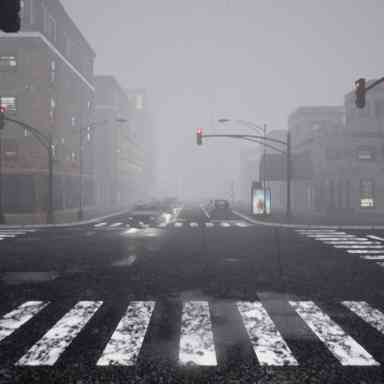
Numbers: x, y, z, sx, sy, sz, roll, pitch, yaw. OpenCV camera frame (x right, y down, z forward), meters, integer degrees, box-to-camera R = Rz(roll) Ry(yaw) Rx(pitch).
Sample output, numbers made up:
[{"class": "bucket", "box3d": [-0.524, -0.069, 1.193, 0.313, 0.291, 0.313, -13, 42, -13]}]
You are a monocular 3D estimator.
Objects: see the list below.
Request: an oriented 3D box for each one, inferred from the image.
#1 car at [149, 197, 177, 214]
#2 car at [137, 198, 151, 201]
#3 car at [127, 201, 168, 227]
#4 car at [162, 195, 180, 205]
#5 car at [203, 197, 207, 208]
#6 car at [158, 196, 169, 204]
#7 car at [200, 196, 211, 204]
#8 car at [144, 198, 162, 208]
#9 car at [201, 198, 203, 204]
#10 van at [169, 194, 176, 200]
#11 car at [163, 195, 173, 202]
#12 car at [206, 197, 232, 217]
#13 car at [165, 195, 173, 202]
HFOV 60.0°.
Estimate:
[{"class": "car", "box3d": [-3.064, 1.571, 35.555, 1.994, 1.385, 4.181, 0, 0, 1]}, {"class": "car", "box3d": [-5.671, 1.559, 37.506, 2.008, 1.369, 4.403, 0, 0, 0]}, {"class": "car", "box3d": [-3.081, 1.532, 22.822, 2.033, 1.411, 5.357, 0, -1, 0]}, {"class": "car", "box3d": [-3.060, 1.523, 47.252, 1.837, 1.490, 4.892, 0, 0, 0]}, {"class": "car", "box3d": [2.714, 1.595, 43.209, 1.802, 1.307, 4.206, 0, 0, 0]}, {"class": "car", "box3d": [-5.652, 1.562, 65.819, 1.752, 1.417, 4.829, 0, 0, 0]}, {"class": "car", "box3d": [2.729, 1.587, 65.996, 2.008, 1.369, 4.403, -1, 0, 0]}, {"class": "car", "box3d": [-5.663, 1.568, 48.899, 2.008, 1.369, 4.403, 0, 0, 0]}, {"class": "car", "box3d": [2.717, 1.568, 48.906, 2.008, 1.369, 4.403, 0, 0, 0]}, {"class": "van", "box3d": [-5.634, 1.425, 94.472, 1.690, 1.788, 3.998, -1, 0, 0]}, {"class": "car", "box3d": [-5.646, 1.493, 77.381, 1.967, 1.590, 4.097, 0, 0, 0]}, {"class": "car", "box3d": [2.705, 1.444, 31.815, 1.967, 1.590, 4.097, 0, 0, 0]}, {"class": "car", "box3d": [-5.641, 1.587, 82.908, 1.752, 1.417, 4.829, -1, 0, 0]}]
